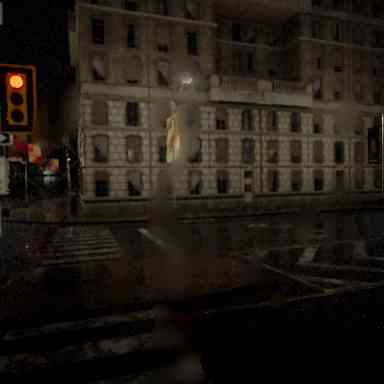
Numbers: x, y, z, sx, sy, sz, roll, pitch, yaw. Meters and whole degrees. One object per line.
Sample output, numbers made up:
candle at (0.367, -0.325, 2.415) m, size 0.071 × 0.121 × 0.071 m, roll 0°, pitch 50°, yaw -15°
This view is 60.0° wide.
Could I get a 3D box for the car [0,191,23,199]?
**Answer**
car at (-36.928, 0.611, 68.093) m, size 1.882 × 1.535 × 5.008 m, roll -1°, pitch 1°, yaw 13°
